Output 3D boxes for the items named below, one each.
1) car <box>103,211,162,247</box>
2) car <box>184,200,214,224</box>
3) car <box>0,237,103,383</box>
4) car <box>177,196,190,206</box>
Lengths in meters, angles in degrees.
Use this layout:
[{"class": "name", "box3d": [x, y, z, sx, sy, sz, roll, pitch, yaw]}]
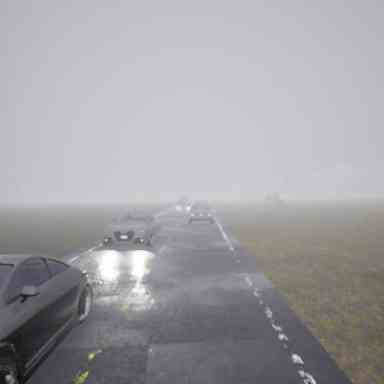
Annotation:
[{"class": "car", "box3d": [-2.559, 1.578, 14.993, 1.994, 1.385, 4.181, 0, 0, 3]}, {"class": "car", "box3d": [0.656, 1.572, 24.784, 2.033, 1.411, 5.357, 0, 0, 1]}, {"class": "car", "box3d": [-2.784, 1.568, 4.346, 1.994, 1.385, 4.181, 0, 0, 0]}, {"class": "car", "box3d": [-1.313, 1.399, 54.621, 2.097, 1.767, 4.553, 1, 0, 2]}]
